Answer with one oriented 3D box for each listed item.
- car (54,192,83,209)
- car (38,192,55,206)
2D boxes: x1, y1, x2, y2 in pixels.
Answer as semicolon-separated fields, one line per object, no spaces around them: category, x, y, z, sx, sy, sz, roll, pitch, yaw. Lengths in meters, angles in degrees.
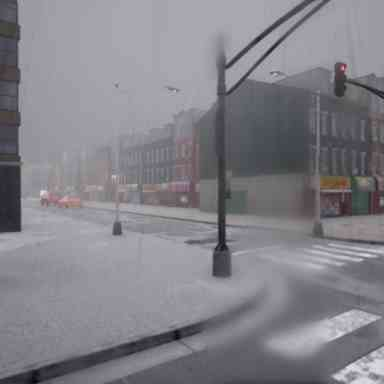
car;-15.783;1.207;43.057;2.097;1.767;4.553;0;0;-36
car;-21.522;1.046;50.998;2.150;2.045;5.566;0;0;-36
